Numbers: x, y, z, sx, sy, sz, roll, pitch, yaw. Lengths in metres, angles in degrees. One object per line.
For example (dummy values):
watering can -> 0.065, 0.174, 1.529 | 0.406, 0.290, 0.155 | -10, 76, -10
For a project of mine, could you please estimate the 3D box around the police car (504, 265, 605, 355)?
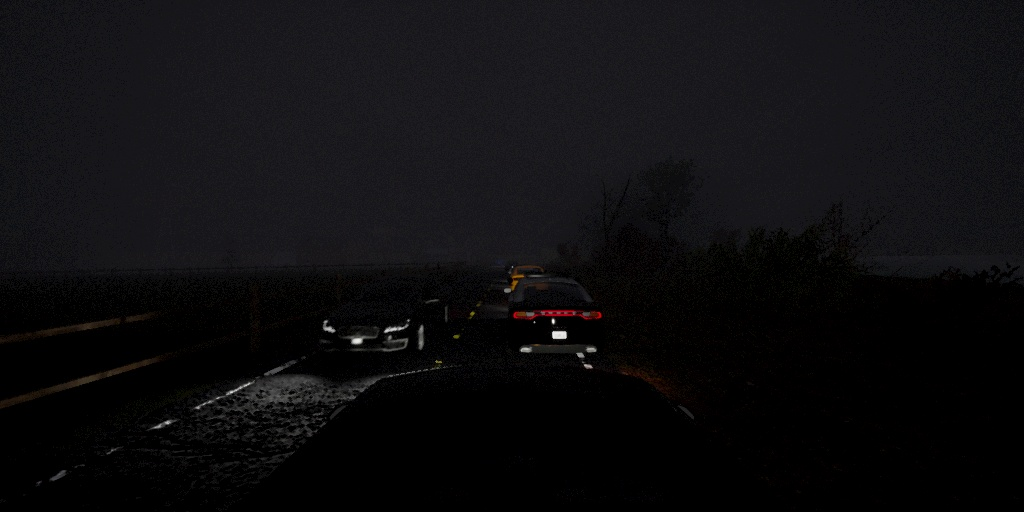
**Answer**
police car -> 0.829, 1.174, 8.839 | 1.930, 1.638, 5.238 | 0, 0, 0

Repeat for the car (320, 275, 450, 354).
car -> -2.748, 1.254, 8.788 | 1.837, 1.490, 4.892 | 0, 0, 0

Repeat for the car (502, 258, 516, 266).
car -> 0.072, 1.335, 46.627 | 1.994, 1.385, 4.181 | 0, 0, 0

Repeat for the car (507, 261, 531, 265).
car -> 0.836, 1.228, 18.729 | 1.882, 1.535, 5.008 | 0, 0, 0
